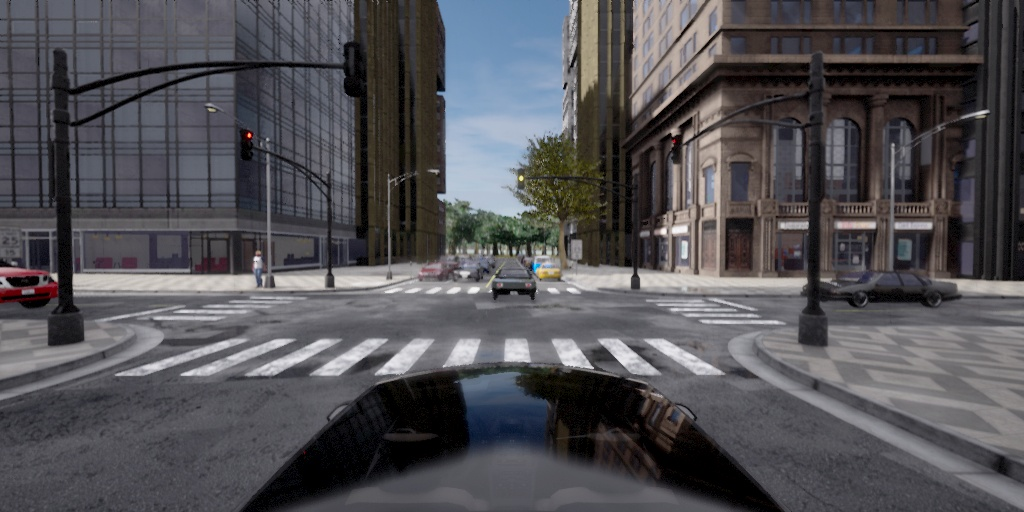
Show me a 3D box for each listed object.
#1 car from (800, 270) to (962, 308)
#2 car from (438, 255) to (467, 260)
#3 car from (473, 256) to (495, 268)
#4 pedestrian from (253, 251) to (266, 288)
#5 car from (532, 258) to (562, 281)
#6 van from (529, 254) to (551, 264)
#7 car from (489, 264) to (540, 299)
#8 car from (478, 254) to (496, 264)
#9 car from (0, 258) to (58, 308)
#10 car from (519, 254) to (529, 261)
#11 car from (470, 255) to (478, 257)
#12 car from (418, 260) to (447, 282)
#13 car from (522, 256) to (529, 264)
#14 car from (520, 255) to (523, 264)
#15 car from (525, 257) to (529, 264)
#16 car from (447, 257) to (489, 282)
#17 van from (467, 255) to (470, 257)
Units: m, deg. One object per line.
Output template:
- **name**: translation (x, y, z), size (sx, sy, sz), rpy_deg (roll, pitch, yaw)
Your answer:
- **car**: translation (15.200, 1.314, 14.884), size (5.357, 1.411, 2.033), rpy_deg (0, 1, -2)
- **car**: translation (-5.799, 0.846, 32.678), size (2.192, 1.841, 5.009), rpy_deg (0, 0, 0)
- **car**: translation (-3.133, 1.048, 36.600), size (2.033, 1.411, 5.357), rpy_deg (0, 0, 0)
- **pedestrian**: translation (-12.541, 0.643, 17.812), size (0.375, 1.860, 0.375), rpy_deg (0, 1, 0)
- **car**: translation (2.733, 1.100, 27.187), size (1.751, 1.417, 4.829), rpy_deg (0, 0, 0)
- **van**: translation (2.727, 0.872, 32.697), size (1.690, 1.789, 3.998), rpy_deg (0, 0, 0)
- **car**: translation (0.092, 1.233, 17.113), size (1.895, 1.301, 4.718), rpy_deg (0, 0, 0)
- **car**: translation (-3.136, 0.901, 47.423), size (2.128, 1.511, 4.902), rpy_deg (0, 1, 0)
- **car**: translation (-18.386, 0.781, 11.556), size (5.566, 2.045, 2.150), rpy_deg (1, 1, 0)
- **car**: translation (2.694, 0.842, 61.093), size (2.007, 1.370, 4.403), rpy_deg (0, 0, 0)
- **car**: translation (-5.812, 0.755, 44.038), size (2.192, 1.841, 5.009), rpy_deg (0, 0, 0)
- **car**: translation (-5.792, 1.157, 26.998), size (1.802, 1.307, 4.207), rpy_deg (0, 0, 0)
- **car**: translation (2.707, 0.917, 49.905), size (1.751, 1.417, 4.829), rpy_deg (0, 0, 0)
- **car**: translation (2.701, 0.887, 55.414), size (1.888, 1.381, 4.507), rpy_deg (0, 0, 0)
- **car**: translation (2.720, 1.053, 38.376), size (1.948, 1.339, 4.313), rpy_deg (0, 0, 0)
- **car**: translation (-3.134, 1.071, 26.505), size (2.128, 1.511, 4.902), rpy_deg (0, 0, 1)
- **van**: translation (-5.805, 0.828, 38.359), size (1.690, 1.789, 3.998), rpy_deg (0, 0, 0)
